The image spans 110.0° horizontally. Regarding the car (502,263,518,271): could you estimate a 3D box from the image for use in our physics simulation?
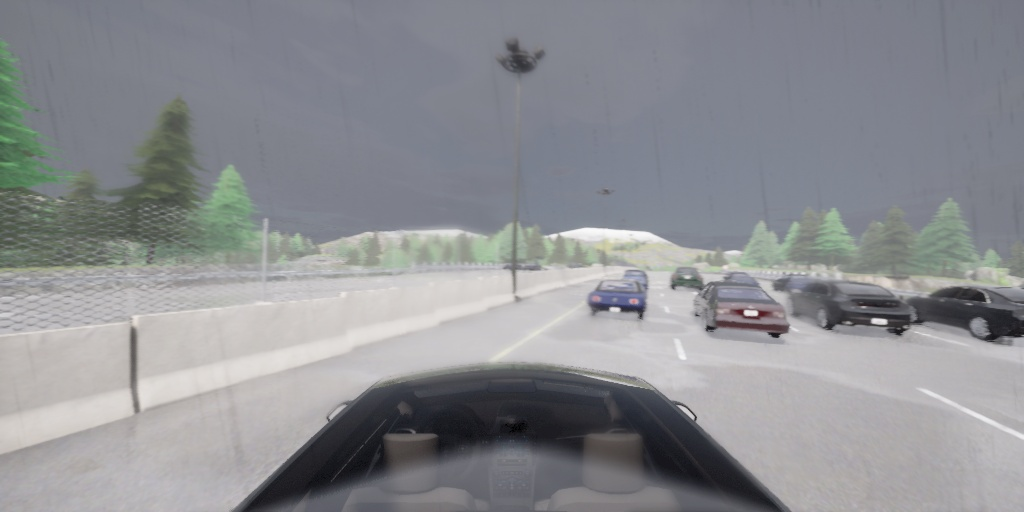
[{"bbox_3d":[0.146,1.823,61.617,2.033,1.411,5.357,1,-1,22],"label":"car"}]

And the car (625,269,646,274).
[{"bbox_3d":[9.145,1.708,26.641,2.033,1.411,5.357,1,0,22],"label":"car"}]

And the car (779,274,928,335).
[{"bbox_3d":[11.049,1.587,12.152,1.837,1.490,4.892,1,0,22],"label":"car"}]

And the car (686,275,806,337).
[{"bbox_3d":[6.981,1.533,11.412,2.033,1.411,5.357,1,-1,22],"label":"car"}]

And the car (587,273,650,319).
[{"bbox_3d":[4.278,1.549,14.072,1.895,1.301,4.718,1,-1,22],"label":"car"}]

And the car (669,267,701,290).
[{"bbox_3d":[13.183,1.605,27.301,2.097,1.767,4.553,1,-1,22],"label":"car"}]

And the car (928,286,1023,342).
[{"bbox_3d":[14.315,1.648,10.895,1.837,1.490,4.892,1,0,22],"label":"car"}]

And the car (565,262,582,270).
[{"bbox_3d":[9.972,1.813,57.962,2.097,1.767,4.553,1,-1,22],"label":"car"}]

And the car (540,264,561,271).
[{"bbox_3d":[6.667,1.999,59.115,1.895,1.301,4.718,1,-1,22],"label":"car"}]

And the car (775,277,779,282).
[{"bbox_3d":[19.777,1.944,24.947,1.994,1.385,4.181,1,0,22],"label":"car"}]

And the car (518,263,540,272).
[{"bbox_3d":[3.408,1.884,60.360,2.033,1.411,5.357,1,-1,22],"label":"car"}]

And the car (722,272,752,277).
[{"bbox_3d":[16.548,1.884,26.297,1.994,1.385,4.181,1,0,22],"label":"car"}]
